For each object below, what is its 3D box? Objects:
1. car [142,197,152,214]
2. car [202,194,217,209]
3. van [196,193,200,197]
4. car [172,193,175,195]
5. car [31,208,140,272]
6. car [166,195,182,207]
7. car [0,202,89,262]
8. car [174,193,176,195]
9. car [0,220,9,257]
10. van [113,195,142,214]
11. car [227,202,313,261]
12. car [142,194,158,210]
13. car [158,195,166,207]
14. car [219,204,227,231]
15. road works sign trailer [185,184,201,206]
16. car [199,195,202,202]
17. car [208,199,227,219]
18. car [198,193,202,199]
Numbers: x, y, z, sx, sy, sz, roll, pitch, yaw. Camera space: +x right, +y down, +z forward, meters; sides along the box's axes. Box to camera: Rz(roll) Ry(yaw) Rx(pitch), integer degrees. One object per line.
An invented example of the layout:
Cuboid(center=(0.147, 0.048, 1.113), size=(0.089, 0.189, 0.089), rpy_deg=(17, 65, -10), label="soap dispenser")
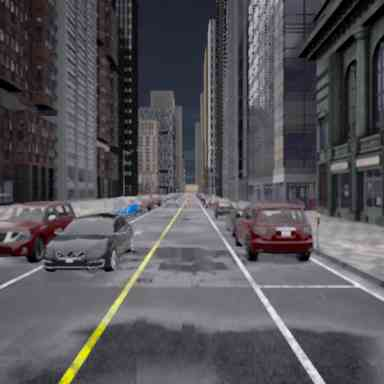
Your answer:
Cuboid(center=(-5.765, 1.541, 34.705), size=(2.008, 1.369, 4.403), rpy_deg=(0, 0, 0), label="car")
Cuboid(center=(2.760, 1.432, 45.992), size=(1.967, 1.590, 4.097), rpy_deg=(0, 0, 0), label="car")
Cuboid(center=(2.761, 1.344, 91.117), size=(1.690, 1.788, 3.998), rpy_deg=(0, 0, 0), label="van")
Cuboid(center=(-5.764, 1.552, 79.832), size=(2.008, 1.369, 4.403), rpy_deg=(0, 0, 0), label="car")
Cuboid(center=(-3.100, 1.499, 10.857), size=(1.837, 1.490, 4.892), rpy_deg=(0, 0, 0), label="car")
Cuboid(center=(-3.072, 1.595, 52.404), size=(1.895, 1.301, 4.718), rpy_deg=(0, 0, 0), label="car")
Cuboid(center=(-5.766, 1.309, 12.143), size=(2.192, 1.841, 5.009), rpy_deg=(0, 0, 0), label="car")
Cuboid(center=(-5.764, 1.527, 85.302), size=(1.752, 1.417, 4.829), rpy_deg=(0, 0, 0), label="car")
Cuboid(center=(-5.765, 1.522, 6.332), size=(1.752, 1.417, 4.829), rpy_deg=(0, 0, 0), label="car")
Cuboid(center=(-5.766, 1.331, 29.065), size=(1.690, 1.788, 3.998), rpy_deg=(0, 0, 0), label="van")
Cuboid(center=(2.759, 1.309, 12.150), size=(2.192, 1.841, 5.009), rpy_deg=(0, 0, 0), label="car")
Cuboid(center=(-5.766, 1.306, 40.346), size=(2.192, 1.841, 5.009), rpy_deg=(0, 0, 0), label="car")
Cuboid(center=(-5.765, 1.309, 51.628), size=(2.192, 1.841, 5.009), rpy_deg=(0, 0, 0), label="car")
Cuboid(center=(2.760, 1.542, 17.790), size=(2.008, 1.369, 4.403), rpy_deg=(0, 0, 0), label="car")
Cuboid(center=(0.001, 0.459, 54.659), size=(2.380, 3.560, 2.880), rpy_deg=(0, 0, 0), label="road works sign trailer")
Cuboid(center=(2.761, 1.561, 57.273), size=(1.947, 1.339, 4.313), rpy_deg=(0, 0, 0), label="car")
Cuboid(center=(2.760, 1.540, 29.071), size=(2.008, 1.369, 4.403), rpy_deg=(0, 0, 0), label="car")
Cuboid(center=(2.761, 1.544, 74.195), size=(1.887, 1.381, 4.507), rpy_deg=(0, 0, 0), label="car")
